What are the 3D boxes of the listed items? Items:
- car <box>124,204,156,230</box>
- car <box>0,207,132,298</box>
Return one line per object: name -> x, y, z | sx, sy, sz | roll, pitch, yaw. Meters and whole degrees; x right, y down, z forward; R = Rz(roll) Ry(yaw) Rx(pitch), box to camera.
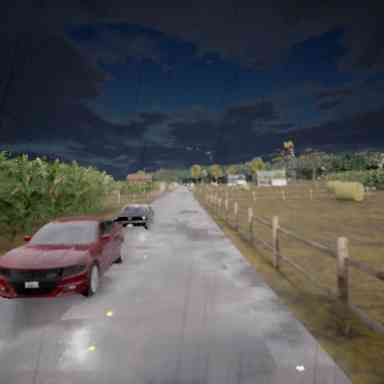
car -> -3.233, 1.388, 19.298 | 1.895, 1.301, 4.718 | -1, 1, -1
car -> -3.005, 1.409, 8.626 | 1.882, 1.535, 5.008 | -1, 1, -1
